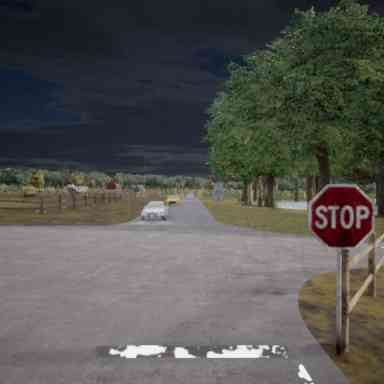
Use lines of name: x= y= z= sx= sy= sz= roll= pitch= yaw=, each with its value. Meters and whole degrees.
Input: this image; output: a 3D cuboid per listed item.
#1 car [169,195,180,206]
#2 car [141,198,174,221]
car: x=-2.805 y=1.277 z=51.069 sx=1.882 sy=1.535 sz=5.008 roll=0 pitch=1 yaw=0
car: x=-2.839 y=1.468 z=26.876 sx=1.812 sy=1.442 sz=4.674 roll=0 pitch=0 yaw=3
